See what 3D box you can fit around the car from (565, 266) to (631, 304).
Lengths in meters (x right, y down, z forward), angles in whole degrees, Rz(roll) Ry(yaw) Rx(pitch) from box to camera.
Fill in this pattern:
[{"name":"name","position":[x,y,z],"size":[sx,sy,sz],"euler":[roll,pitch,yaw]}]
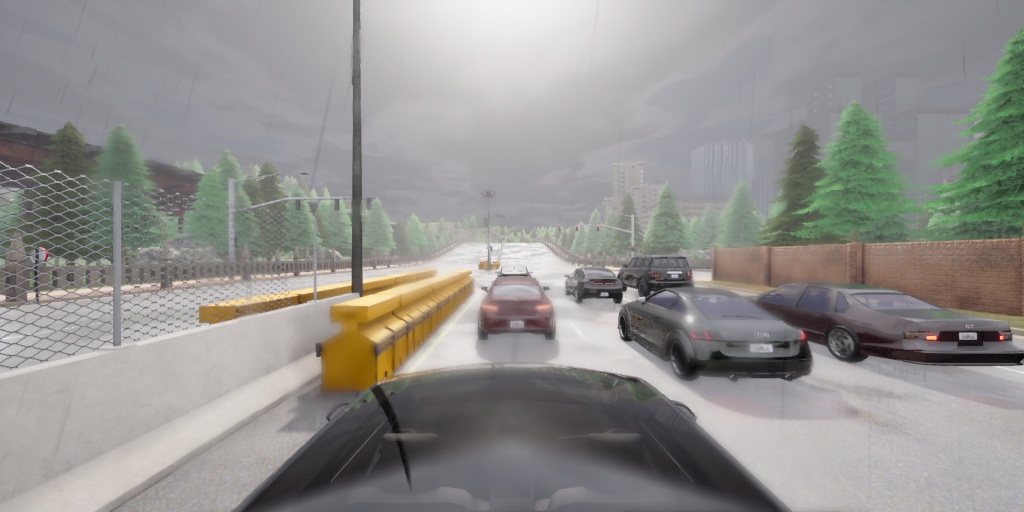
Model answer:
[{"name":"car","position":[3.613,1.255,16.401],"size":[1.837,1.490,4.892],"euler":[0,0,0]}]

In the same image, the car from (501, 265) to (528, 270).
[{"name":"car","position":[0.116,1.241,19.109],"size":[2.128,1.511,4.902],"euler":[0,0,0]}]

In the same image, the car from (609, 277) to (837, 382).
[{"name":"car","position":[3.610,1.314,7.234],"size":[1.994,1.385,4.181],"euler":[0,0,-1]}]

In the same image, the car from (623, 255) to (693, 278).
[{"name":"car","position":[7.114,0.972,18.341],"size":[2.150,2.045,5.566],"euler":[0,0,0]}]

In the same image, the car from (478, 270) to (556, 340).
[{"name":"car","position":[0.109,1.276,9.863],"size":[1.812,1.442,4.674],"euler":[0,0,0]}]

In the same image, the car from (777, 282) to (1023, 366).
[{"name":"car","position":[7.106,1.297,8.099],"size":[2.033,1.411,5.357],"euler":[0,0,0]}]
